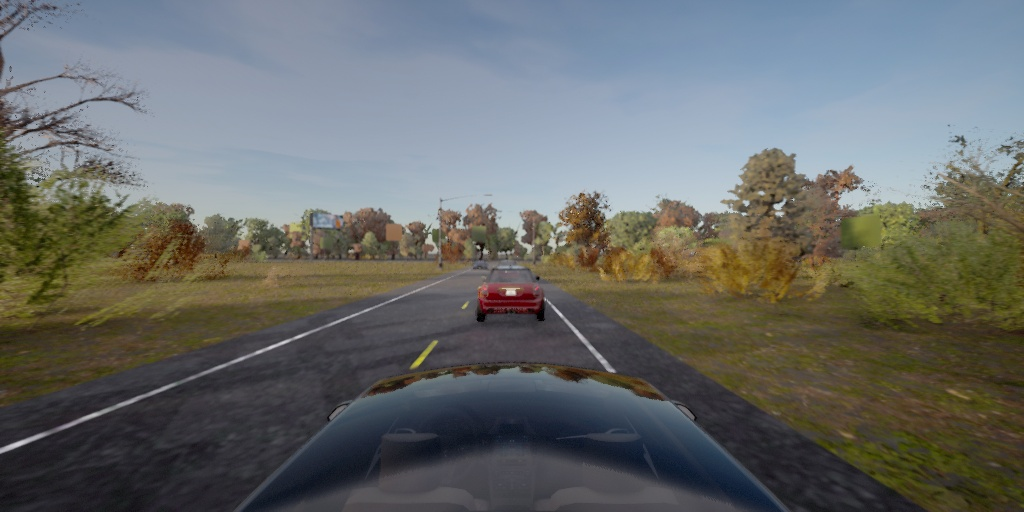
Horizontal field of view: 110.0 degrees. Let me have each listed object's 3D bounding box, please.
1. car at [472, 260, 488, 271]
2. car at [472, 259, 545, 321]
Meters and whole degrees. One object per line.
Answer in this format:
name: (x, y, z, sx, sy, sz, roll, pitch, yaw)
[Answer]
car: (-4.481, 1.321, 50.958, 1.994, 1.385, 4.181, 0, 0, -1)
car: (-0.052, 1.107, 12.705, 2.097, 1.767, 4.553, 0, 0, -1)
